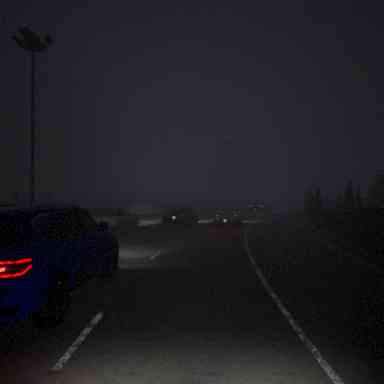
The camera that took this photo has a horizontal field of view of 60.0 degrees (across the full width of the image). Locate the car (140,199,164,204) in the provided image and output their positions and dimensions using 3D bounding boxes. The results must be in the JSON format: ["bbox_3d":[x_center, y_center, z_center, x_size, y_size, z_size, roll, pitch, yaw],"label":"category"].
[{"bbox_3d":[-6.214,1.895,51.275,1.882,1.535,5.008,0,-1,27],"label":"car"}]

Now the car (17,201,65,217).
[{"bbox_3d":[-16.129,1.770,35.914,1.882,1.535,5.008,0,-1,18],"label":"car"}]

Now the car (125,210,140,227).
[{"bbox_3d":[-5.029,1.782,22.190,1.895,1.301,4.718,0,0,11],"label":"car"}]

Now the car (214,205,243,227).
[{"bbox_3d":[2.775,1.729,24.941,1.812,1.442,4.674,0,0,13],"label":"car"}]

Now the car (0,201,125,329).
[{"bbox_3d":[-3.261,1.282,7.265,2.150,2.045,5.566,0,0,2],"label":"car"}]

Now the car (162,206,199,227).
[{"bbox_3d":[-0.793,1.768,24.997,1.994,1.385,4.181,0,0,13],"label":"car"}]

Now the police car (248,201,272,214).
[{"bbox_3d":[8.440,1.840,40.872,2.038,1.542,4.974,0,0,24],"label":"police car"}]
